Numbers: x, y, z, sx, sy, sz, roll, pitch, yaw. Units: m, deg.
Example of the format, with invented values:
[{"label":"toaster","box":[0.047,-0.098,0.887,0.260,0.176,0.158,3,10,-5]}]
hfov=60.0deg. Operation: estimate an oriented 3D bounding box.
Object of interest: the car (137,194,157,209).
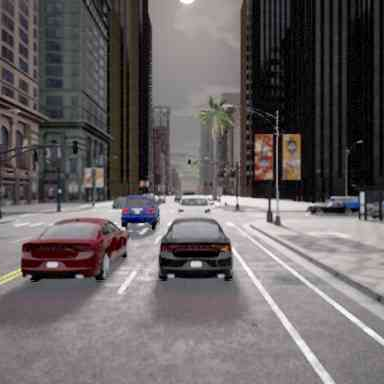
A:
[{"label":"car","box":[-6.590,1.335,49.511,2.150,2.045,5.566,0,0,0]}]

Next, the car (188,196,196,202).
[{"label":"car","box":[0.004,1.685,80.163,1.837,1.490,4.892,0,0,0]}]

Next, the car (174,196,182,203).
[{"label":"car","box":[-3.246,1.673,78.570,1.837,1.490,4.892,0,0,0]}]

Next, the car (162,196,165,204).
[{"label":"car","box":[-6.557,1.628,59.554,2.128,1.511,4.902,0,0,1]}]

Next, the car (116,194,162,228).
[{"label":"car","box":[-3.339,1.272,22.130,2.150,2.045,5.566,0,0,-3]}]

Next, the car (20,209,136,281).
[{"label":"car","box":[-3.152,1.500,9.976,1.882,1.535,5.008,0,0,0]}]

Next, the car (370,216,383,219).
[{"label":"car","box":[17.072,1.612,28.191,4.403,1.369,2.008,0,0,0]}]

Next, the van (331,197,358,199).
[{"label":"van","box":[17.068,1.397,36.716,3.998,1.788,1.690,0,0,0]}]

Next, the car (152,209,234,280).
[{"label":"car","box":[0.092,1.500,10.037,1.882,1.535,5.008,0,0,0]}]

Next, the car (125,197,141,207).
[{"label":"car","box":[-9.828,1.654,56.001,1.812,1.442,4.674,0,0,0]}]

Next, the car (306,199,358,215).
[{"label":"car","box":[14.247,1.661,34.054,4.718,1.301,1.895,0,0,0]}]

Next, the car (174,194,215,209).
[{"label":"car","box":[0.289,1.272,22.022,2.150,2.045,5.566,0,0,4]}]

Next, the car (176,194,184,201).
[{"label":"car","box":[-3.245,1.393,88.961,2.097,1.767,4.553,0,0,0]}]

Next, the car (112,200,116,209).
[{"label":"car","box":[-9.872,1.460,47.308,2.097,1.767,4.553,0,0,1]}]
